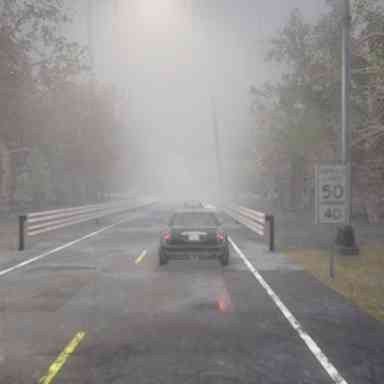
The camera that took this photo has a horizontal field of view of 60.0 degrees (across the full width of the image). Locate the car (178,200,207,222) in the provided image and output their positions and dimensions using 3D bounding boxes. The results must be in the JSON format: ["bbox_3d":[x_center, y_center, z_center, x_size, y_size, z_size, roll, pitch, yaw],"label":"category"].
[{"bbox_3d":[0.083,1.446,26.966,2.128,1.511,4.902,0,0,0],"label":"car"}]

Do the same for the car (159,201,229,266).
[{"bbox_3d":[0.075,1.331,11.669,2.097,1.767,4.553,0,0,0],"label":"car"}]
